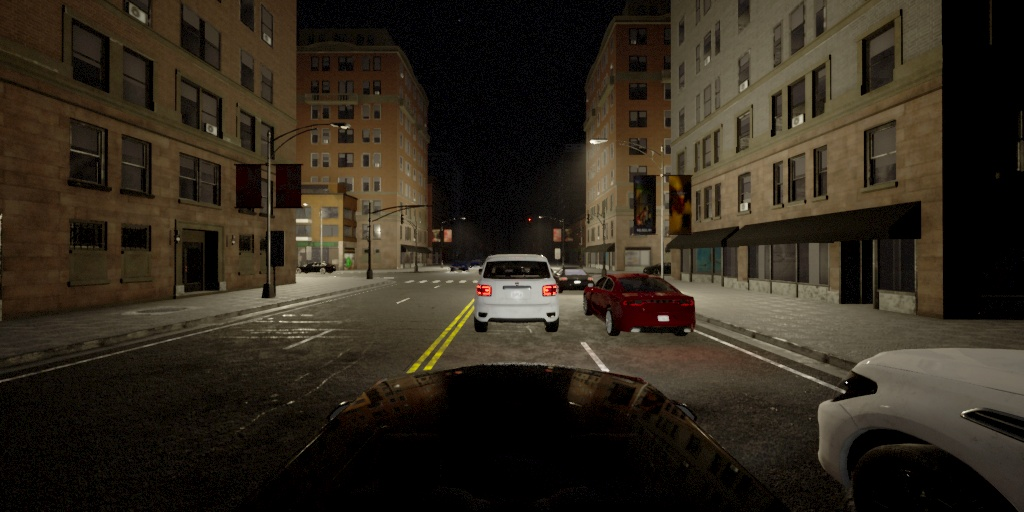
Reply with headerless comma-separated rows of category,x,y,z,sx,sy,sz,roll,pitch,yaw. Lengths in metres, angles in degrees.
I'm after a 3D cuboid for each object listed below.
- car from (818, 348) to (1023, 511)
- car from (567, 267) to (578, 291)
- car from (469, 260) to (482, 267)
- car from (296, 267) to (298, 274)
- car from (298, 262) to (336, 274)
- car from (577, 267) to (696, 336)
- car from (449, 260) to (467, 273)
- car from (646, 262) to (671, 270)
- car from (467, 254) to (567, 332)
car,3.347,0.972,0.237,2.150,2.045,5.566,0,0,0
car,3.376,1.313,20.485,1.994,1.385,4.181,0,0,0
car,-6.472,1.339,64.462,1.895,1.301,4.718,0,0,1
car,-22.123,1.169,32.258,4.097,1.591,1.967,0,0,0
car,-22.070,1.326,40.283,4.313,1.339,1.948,0,0,0
car,3.362,1.228,10.397,1.882,1.535,5.008,0,0,0
car,-6.539,1.273,44.959,1.812,1.442,4.674,0,0,0
car,16.085,1.351,37.847,4.181,1.385,1.994,0,0,0
car,0.116,0.971,10.963,2.150,2.045,5.566,0,0,0
